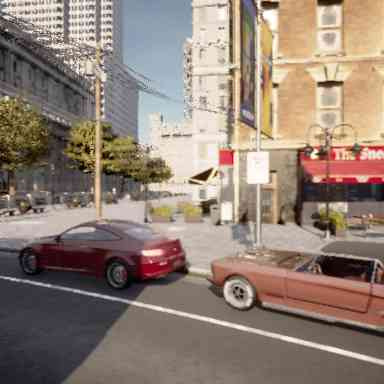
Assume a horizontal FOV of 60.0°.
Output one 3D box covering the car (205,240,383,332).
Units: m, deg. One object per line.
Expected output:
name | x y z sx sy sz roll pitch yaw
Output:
car | 2.599 1.542 5.925 4.718 1.301 1.895 0 1 37

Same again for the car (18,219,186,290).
car | -2.408 1.443 8.711 4.674 1.452 2.002 0 1 27
